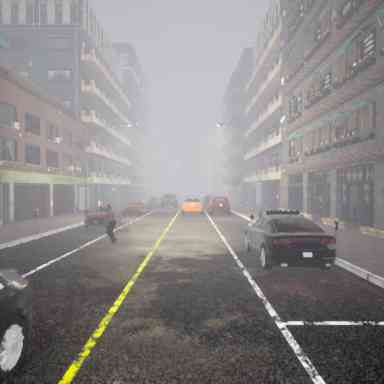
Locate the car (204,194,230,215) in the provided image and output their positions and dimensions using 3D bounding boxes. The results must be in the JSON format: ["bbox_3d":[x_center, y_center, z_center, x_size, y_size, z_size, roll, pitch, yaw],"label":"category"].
[{"bbox_3d":[2.682,1.320,33.286,2.192,1.841,5.009,-1,0,0],"label":"car"}]

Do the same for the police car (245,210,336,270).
[{"bbox_3d":[3.002,1.424,11.209,1.930,1.638,5.238,0,0,0],"label":"police car"}]

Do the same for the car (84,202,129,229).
[{"bbox_3d":[-5.697,1.544,21.921,1.887,1.381,4.507,-1,0,0],"label":"car"}]

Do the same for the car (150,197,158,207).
[{"bbox_3d":[-5.693,1.457,50.345,1.967,1.590,4.097,-1,0,0],"label":"car"}]

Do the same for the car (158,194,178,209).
[{"bbox_3d":[-3.091,1.235,46.589,2.150,2.045,5.566,0,0,0],"label":"car"}]

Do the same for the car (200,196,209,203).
[{"bbox_3d":[2.692,1.564,73.248,1.752,1.417,4.829,-1,0,0],"label":"car"}]

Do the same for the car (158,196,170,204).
[{"bbox_3d":[-5.688,1.598,67.399,1.947,1.339,4.313,-1,0,0],"label":"car"}]

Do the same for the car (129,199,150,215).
[{"bbox_3d":[-5.695,1.549,33.291,1.887,1.381,4.507,-1,0,0],"label":"car"}]

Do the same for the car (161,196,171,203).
[{"bbox_3d":[-5.688,1.605,73.083,1.947,1.339,4.313,-1,0,0],"label":"car"}]

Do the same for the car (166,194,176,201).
[{"bbox_3d":[-5.689,1.377,90.138,2.192,1.841,5.009,-1,0,0],"label":"car"}]

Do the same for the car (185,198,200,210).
[{"bbox_3d":[0.083,1.560,45.321,2.033,1.411,5.357,0,0,0],"label":"car"}]

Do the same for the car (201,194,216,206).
[{"bbox_3d":[2.686,1.336,56.025,2.192,1.841,5.009,-1,0,0],"label":"car"}]

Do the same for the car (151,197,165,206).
[{"bbox_3d":[-5.691,1.566,56.030,1.887,1.381,4.507,-1,0,0],"label":"car"}]

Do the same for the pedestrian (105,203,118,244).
[{"bbox_3d":[-3.469,1.292,14.206,0.375,1.860,0.375,-1,1,0],"label":"pedestrian"}]

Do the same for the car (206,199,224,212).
[{"bbox_3d":[2.686,1.534,39.140,1.752,1.417,4.829,-1,0,0],"label":"car"}]

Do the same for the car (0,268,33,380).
[{"bbox_3d":[-3.100,1.504,2.677,1.837,1.490,4.892,0,0,0],"label":"car"}]

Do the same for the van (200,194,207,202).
[{"bbox_3d":[2.690,1.387,78.764,1.690,1.788,3.998,-1,0,0],"label":"van"}]

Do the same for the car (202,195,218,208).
[{"bbox_3d":[2.685,1.332,50.340,2.192,1.841,5.009,-1,0,0],"label":"car"}]

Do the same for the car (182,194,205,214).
[{"bbox_3d":[0.082,1.358,35.061,2.097,1.767,4.553,0,0,0],"label":"car"}]
